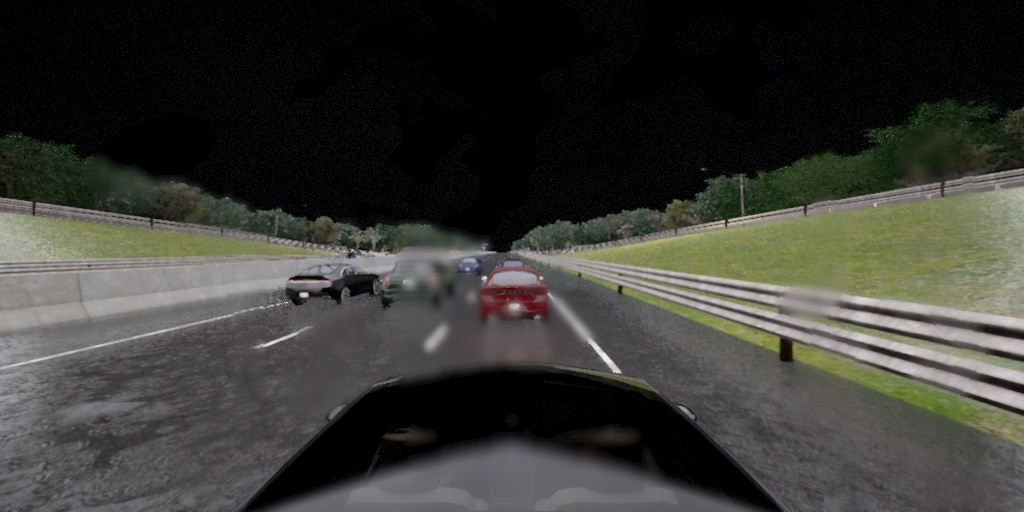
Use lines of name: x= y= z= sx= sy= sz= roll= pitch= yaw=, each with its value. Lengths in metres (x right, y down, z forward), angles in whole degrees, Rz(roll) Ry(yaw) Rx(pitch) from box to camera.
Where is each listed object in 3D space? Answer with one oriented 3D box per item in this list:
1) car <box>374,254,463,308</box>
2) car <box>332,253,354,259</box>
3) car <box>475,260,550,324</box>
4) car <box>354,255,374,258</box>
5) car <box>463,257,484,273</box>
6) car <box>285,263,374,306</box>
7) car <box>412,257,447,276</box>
car: x=-3.413 y=0.901 z=14.124 sx=2.097 sy=1.767 sz=4.553 roll=0 pitch=1 yaw=0
car: x=-24.881 y=0.311 z=53.271 sx=2.097 sy=1.767 sz=4.553 roll=0 pitch=1 yaw=-1
car: x=0.058 y=1.071 z=11.367 sx=1.882 sy=1.535 sz=5.008 roll=0 pitch=1 yaw=-1
car: x=-21.395 y=0.517 z=53.742 sx=1.994 sy=1.385 sz=4.181 roll=0 pitch=1 yaw=-1
car: x=-3.392 y=0.832 z=30.400 sx=1.812 sy=1.442 sz=4.674 roll=0 pitch=1 yaw=0
car: x=-6.910 y=1.039 z=14.378 sx=2.128 sy=1.511 sz=4.902 roll=0 pitch=1 yaw=0
car: x=-6.891 y=0.832 z=30.441 sx=1.812 sy=1.442 sz=4.674 roll=0 pitch=1 yaw=0
